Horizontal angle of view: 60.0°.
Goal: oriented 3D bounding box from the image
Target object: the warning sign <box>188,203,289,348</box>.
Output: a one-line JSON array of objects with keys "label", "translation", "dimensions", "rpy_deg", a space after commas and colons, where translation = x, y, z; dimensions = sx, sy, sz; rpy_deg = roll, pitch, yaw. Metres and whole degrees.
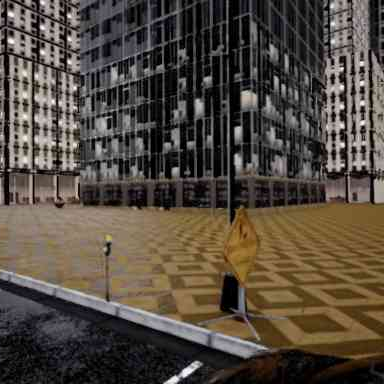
[{"label": "warning sign", "translation": [0.766, 1.134, 5.240], "dimensions": [1.060, 1.860, 1.300], "rpy_deg": [-1, 0, 36]}]

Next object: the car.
[{"label": "car", "translation": [1.774, 1.579, 1.597], "dimensions": [4.313, 1.339, 1.947], "rpy_deg": [0, -1, 36]}]
